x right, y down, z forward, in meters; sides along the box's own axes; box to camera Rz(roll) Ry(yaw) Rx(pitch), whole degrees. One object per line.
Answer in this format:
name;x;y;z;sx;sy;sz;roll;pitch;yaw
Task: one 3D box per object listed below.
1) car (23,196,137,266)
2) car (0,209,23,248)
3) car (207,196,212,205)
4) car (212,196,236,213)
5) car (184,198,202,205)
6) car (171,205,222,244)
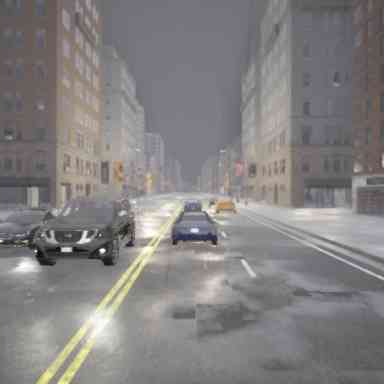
car;-3.343;1.167;11.629;2.150;2.045;5.566;0;0;0
car;-6.593;1.440;13.868;1.837;1.490;4.892;0;0;0
car;3.276;1.311;46.388;1.837;1.490;4.892;0;0;0
car;3.364;1.333;34.173;1.882;1.535;5.008;0;0;0
car;0.118;1.375;34.937;1.812;1.442;4.674;0;0;0
car;0.109;1.497;15.319;1.994;1.385;4.181;0;0;0
